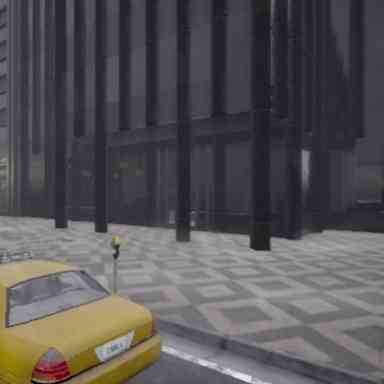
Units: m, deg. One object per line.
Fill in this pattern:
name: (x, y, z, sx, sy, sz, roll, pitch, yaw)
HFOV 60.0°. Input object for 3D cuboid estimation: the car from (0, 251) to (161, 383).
car: (-2.624, 1.525, 4.717, 4.829, 1.417, 1.752, 0, 0, 37)
